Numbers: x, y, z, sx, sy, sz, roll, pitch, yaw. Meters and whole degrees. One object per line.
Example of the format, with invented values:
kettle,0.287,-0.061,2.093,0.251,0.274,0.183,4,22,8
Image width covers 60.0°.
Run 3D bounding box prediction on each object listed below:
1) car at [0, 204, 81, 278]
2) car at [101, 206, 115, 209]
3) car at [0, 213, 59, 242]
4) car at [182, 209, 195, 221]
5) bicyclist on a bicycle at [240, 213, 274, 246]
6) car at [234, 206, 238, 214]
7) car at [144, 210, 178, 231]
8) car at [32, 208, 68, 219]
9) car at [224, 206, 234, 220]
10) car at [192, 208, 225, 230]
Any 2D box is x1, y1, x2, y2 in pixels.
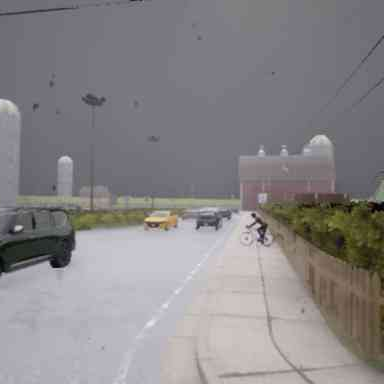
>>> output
car,-5.551,1.459,9.780,2.150,2.045,5.566,0,-2,10
car,-14.380,3.134,57.351,1.994,1.385,4.181,0,-2,24
car,-10.324,2.038,19.743,4.181,1.385,1.994,0,-2,20
car,0.034,2.812,41.659,1.812,1.442,4.674,0,-1,10
bicyclist on a bicycle,3.186,1.856,16.382,1.656,1.620,0.582,0,-2,10
car,8.559,3.614,69.672,2.097,1.767,4.553,0,-2,10
car,-2.486,2.293,27.408,1.882,1.535,5.008,0,-1,10
car,-17.576,2.642,41.506,1.895,1.301,4.718,0,-2,10
car,4.225,2.930,44.351,1.837,1.490,4.892,0,-2,10
car,1.525,2.418,28.876,1.837,1.490,4.892,0,-2,10
